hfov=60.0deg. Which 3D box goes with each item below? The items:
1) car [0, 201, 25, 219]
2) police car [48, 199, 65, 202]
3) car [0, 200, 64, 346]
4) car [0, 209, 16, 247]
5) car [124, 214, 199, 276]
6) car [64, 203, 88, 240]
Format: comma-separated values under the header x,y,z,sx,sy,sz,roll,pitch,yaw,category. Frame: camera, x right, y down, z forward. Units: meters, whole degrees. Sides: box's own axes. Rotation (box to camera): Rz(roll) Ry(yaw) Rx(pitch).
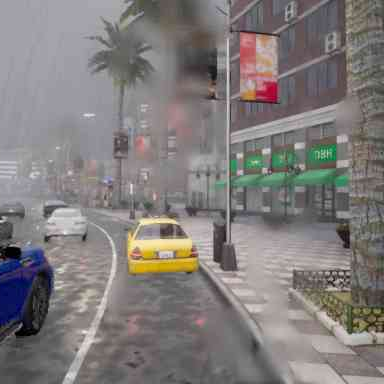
x,y,z,sx,sy,sz,roll,pitch,yaw,category
-16.141,1.550,29.859,1.994,1.385,4.181,0,0,-27,car
-12.329,1.415,29.810,1.930,1.638,5.238,0,0,-26,police car
-3.355,1.219,3.446,2.150,2.045,5.566,0,0,-4,car
-9.119,1.556,14.361,1.994,1.385,4.181,0,0,-17,car
-1.121,1.456,10.384,1.801,1.575,5.366,0,0,-11,car
-6.228,1.521,16.632,1.812,1.442,4.674,0,0,-18,car
